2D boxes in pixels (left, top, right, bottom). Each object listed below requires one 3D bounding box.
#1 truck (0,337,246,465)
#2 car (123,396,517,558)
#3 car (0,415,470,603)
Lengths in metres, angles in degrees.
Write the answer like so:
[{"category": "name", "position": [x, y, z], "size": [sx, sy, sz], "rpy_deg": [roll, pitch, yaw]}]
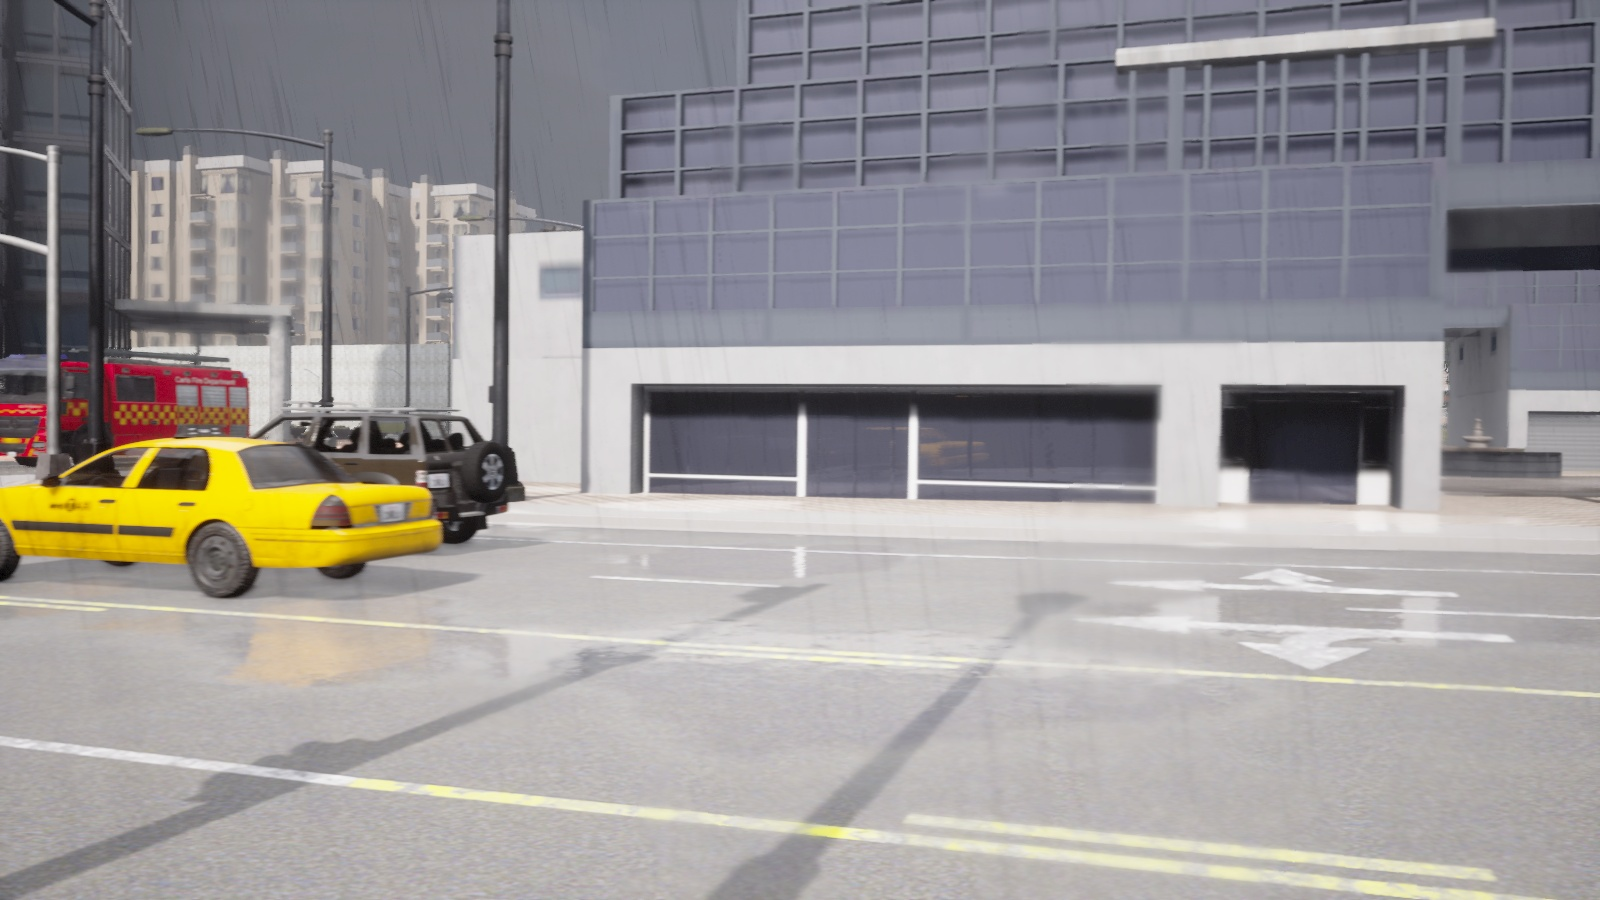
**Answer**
[{"category": "truck", "position": [-22.868, -1.554, 42.069], "size": [2.891, 3.827, 8.468], "rpy_deg": [2, 1, 19]}, {"category": "car", "position": [-6.223, 0.269, 16.344], "size": [4.605, 1.855, 1.932], "rpy_deg": [1, 1, 19]}, {"category": "car", "position": [-6.134, 0.467, 12.561], "size": [5.366, 1.575, 1.801], "rpy_deg": [1, 1, 19]}]
